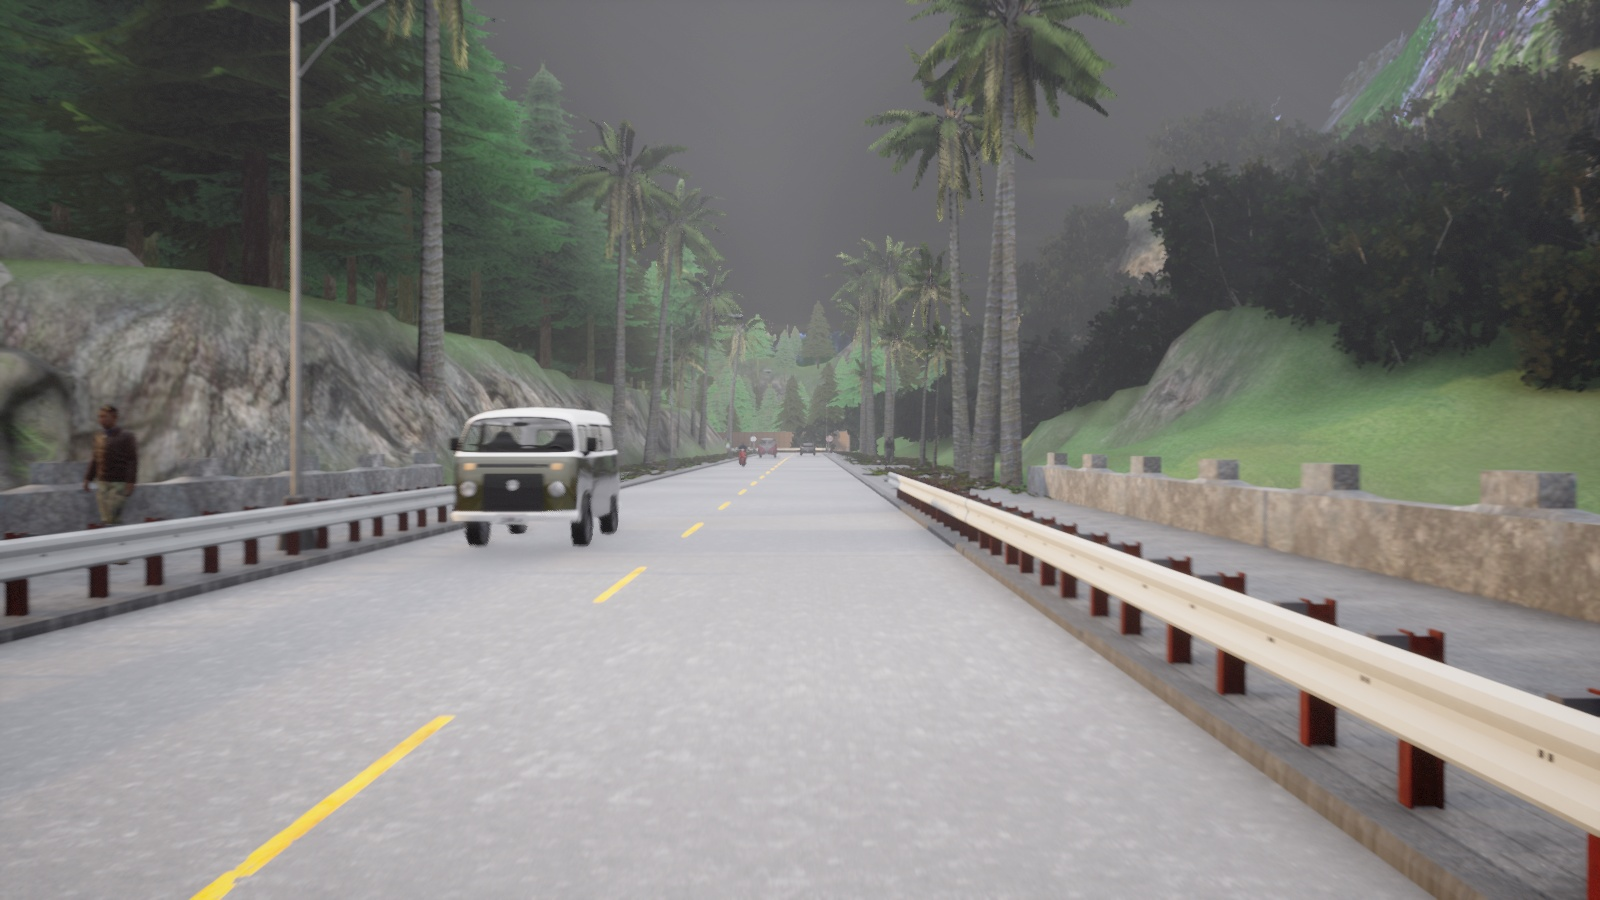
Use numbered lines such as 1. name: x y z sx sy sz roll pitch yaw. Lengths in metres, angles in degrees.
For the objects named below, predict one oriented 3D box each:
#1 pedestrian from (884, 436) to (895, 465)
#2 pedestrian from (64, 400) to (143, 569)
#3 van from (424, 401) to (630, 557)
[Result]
1. pedestrian: 5.827 -0.001 81.938 0.563 1.883 0.849 0 0 -6
2. pedestrian: -7.796 0.372 14.075 0.431 1.840 0.703 0 0 10
3. van: -3.879 0.363 18.682 2.069 2.038 4.480 0 0 0
